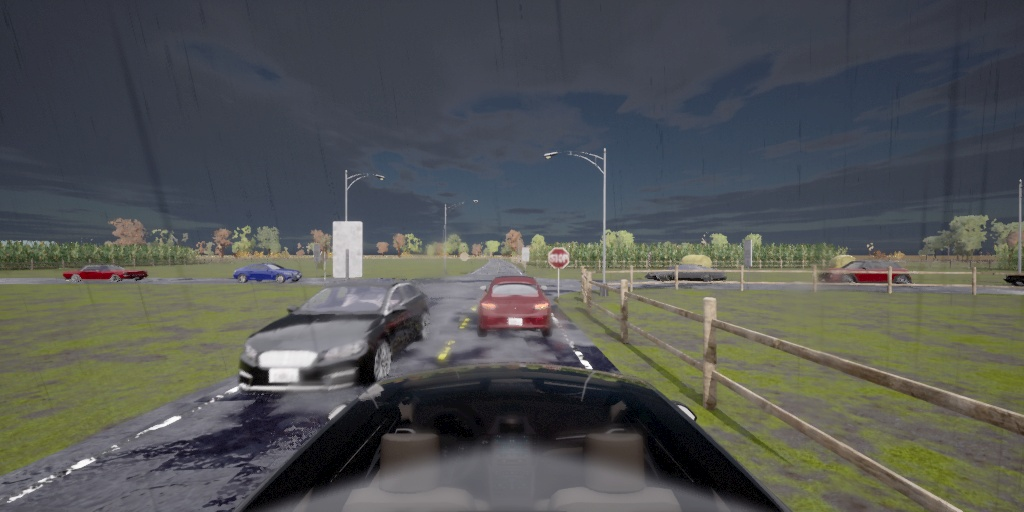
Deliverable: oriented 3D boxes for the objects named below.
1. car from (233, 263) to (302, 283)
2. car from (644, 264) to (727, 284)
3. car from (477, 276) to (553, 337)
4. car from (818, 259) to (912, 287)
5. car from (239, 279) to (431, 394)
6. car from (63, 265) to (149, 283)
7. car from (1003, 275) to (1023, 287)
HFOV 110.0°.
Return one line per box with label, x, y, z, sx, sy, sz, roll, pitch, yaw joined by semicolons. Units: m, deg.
car;-18.291;1.263;26.878;4.674;1.442;1.812;0;0;3
car;12.728;1.291;26.524;5.357;1.411;2.033;0;0;9
car;0.058;1.274;10.147;1.812;1.442;4.674;0;0;-1
car;23.807;1.108;24.429;4.553;1.767;2.097;0;0;12
car;-2.885;1.240;6.965;2.128;1.511;4.902;0;0;0
car;-30.678;1.334;27.214;4.718;1.301;1.895;0;0;0
car;34.127;1.369;22.080;4.718;1.301;1.895;0;0;14
